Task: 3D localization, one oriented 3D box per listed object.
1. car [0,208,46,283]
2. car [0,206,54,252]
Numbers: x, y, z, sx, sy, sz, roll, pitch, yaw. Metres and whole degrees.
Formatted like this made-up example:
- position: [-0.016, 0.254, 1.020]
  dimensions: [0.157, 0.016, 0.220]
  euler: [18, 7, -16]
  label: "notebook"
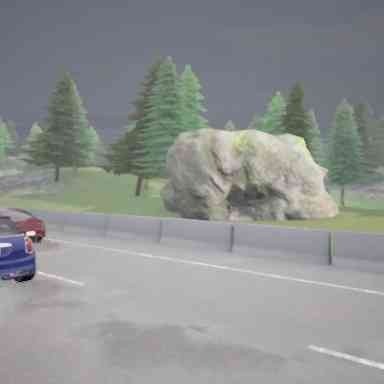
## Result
- position: [-5.864, 1.259, 8.160]
  dimensions: [4.553, 1.767, 2.097]
  euler: [1, 0, 35]
  label: "car"
- position: [-7.981, 1.390, 13.960]
  dimensions: [4.674, 1.442, 1.812]
  euler: [1, 0, 35]
  label: "car"
